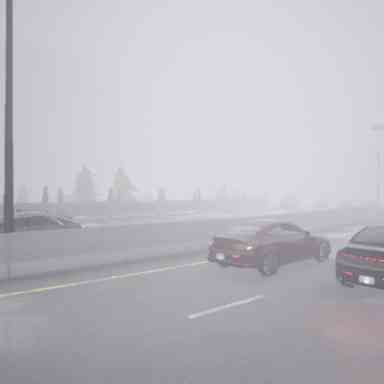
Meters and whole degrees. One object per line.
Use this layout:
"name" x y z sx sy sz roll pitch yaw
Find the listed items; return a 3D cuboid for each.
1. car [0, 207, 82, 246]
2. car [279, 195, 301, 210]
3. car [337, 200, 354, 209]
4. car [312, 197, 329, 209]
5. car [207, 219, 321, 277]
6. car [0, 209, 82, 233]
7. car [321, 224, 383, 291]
"car" -7.989 1.562 15.686 4.902 1.511 2.128 0 0 -38
"car" 13.759 1.440 46.602 2.150 2.045 5.566 0 -1 28
"car" 20.306 1.751 43.925 2.033 1.411 5.357 0 0 28
"car" 19.148 1.582 49.551 2.097 1.767 4.553 0 0 25
"car" 2.521 1.574 10.450 4.674 1.442 1.812 0 0 -40
"car" -6.547 1.560 12.398 4.892 1.490 1.837 0 0 -37
"car" 5.390 1.544 8.329 4.892 1.490 1.837 0 0 -41
